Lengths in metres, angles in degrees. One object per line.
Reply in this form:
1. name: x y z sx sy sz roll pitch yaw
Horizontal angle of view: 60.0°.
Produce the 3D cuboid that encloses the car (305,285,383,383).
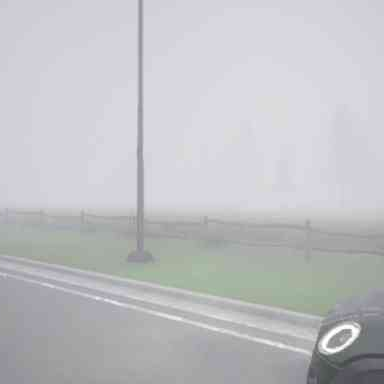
1. car: 3.379 1.380 2.747 4.553 1.767 2.097 0 -1 34
